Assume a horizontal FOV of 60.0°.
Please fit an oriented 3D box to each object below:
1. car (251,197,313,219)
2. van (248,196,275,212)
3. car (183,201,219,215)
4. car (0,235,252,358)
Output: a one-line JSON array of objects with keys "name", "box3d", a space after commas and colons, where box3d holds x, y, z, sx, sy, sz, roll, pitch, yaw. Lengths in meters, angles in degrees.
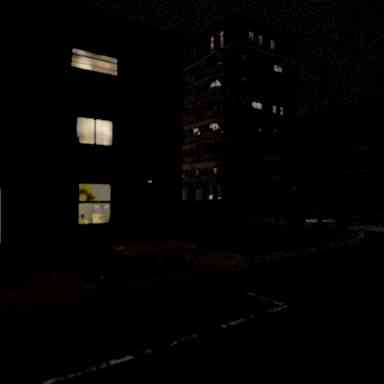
[{"name": "car", "box3d": [7.507, 1.421, 27.268, 1.837, 1.490, 4.892, 0, 0, -35]}, {"name": "van", "box3d": [7.695, 1.328, 37.013, 1.690, 1.788, 3.998, 0, 0, -35]}, {"name": "car", "box3d": [0.793, 1.503, 32.261, 1.947, 1.339, 4.313, 0, 0, -35]}, {"name": "car", "box3d": [-1.061, 1.497, 5.948, 4.829, 1.417, 1.752, -1, 2, -35]}]
